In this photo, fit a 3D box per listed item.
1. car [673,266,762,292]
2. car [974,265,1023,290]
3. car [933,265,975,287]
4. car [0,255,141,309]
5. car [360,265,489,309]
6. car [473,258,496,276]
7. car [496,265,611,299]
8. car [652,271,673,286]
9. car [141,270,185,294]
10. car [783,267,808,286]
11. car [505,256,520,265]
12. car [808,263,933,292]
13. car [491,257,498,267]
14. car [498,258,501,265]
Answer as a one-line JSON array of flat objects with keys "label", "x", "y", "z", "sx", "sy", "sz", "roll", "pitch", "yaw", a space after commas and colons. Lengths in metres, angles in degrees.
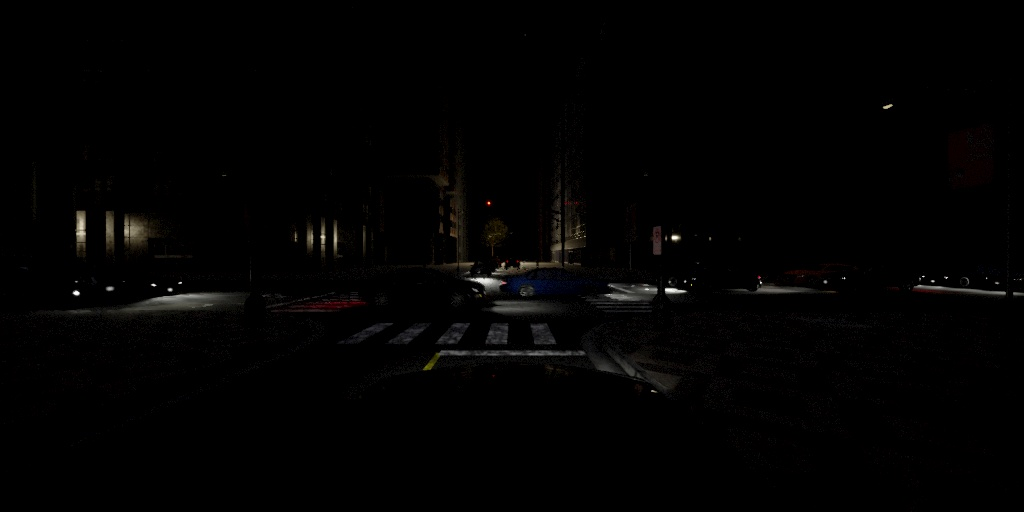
[{"label": "car", "x": 12.187, "y": 1.323, "z": 21.098, "sx": 4.181, "sy": 1.385, "sz": 1.994, "roll": 0, "pitch": 0, "yaw": 0}, {"label": "car", "x": 30.765, "y": 1.309, "z": 21.010, "sx": 4.674, "sy": 1.442, "sz": 1.812, "roll": 0, "pitch": 0, "yaw": 0}, {"label": "car", "x": 31.165, "y": 1.325, "z": 24.258, "sx": 5.357, "sy": 1.411, "sz": 2.033, "roll": 0, "pitch": 0, "yaw": 1}, {"label": "car", "x": -19.048, "y": 0.965, "z": 14.534, "sx": 5.566, "sy": 2.045, "sz": 2.150, "roll": 0, "pitch": 0, "yaw": 0}, {"label": "car", "x": -3.533, "y": 1.257, "z": 14.468, "sx": 4.892, "sy": 1.490, "sz": 1.837, "roll": -1, "pitch": 0, "yaw": 0}, {"label": "car", "x": -3.080, "y": 1.239, "z": 36.082, "sx": 2.128, "sy": 1.511, "sz": 4.902, "roll": 0, "pitch": 0, "yaw": 0}, {"label": "car", "x": 2.036, "y": 1.297, "z": 17.697, "sx": 5.357, "sy": 1.411, "sz": 2.033, "roll": 0, "pitch": 0, "yaw": 0}, {"label": "car", "x": 12.098, "y": 1.353, "z": 24.351, "sx": 4.718, "sy": 1.301, "sz": 1.895, "roll": 0, "pitch": 0, "yaw": 3}, {"label": "car", "x": -19.610, "y": 1.285, "z": 17.786, "sx": 5.357, "sy": 1.411, "sz": 2.033, "roll": 0, "pitch": 0, "yaw": 0}, {"label": "car", "x": 21.233, "y": 1.241, "z": 24.307, "sx": 5.008, "sy": 1.535, "sz": 1.882, "roll": 0, "pitch": 0, "yaw": 0}, {"label": "car", "x": 0.092, "y": 0.969, "z": 54.304, "sx": 2.150, "sy": 2.045, "sz": 5.566, "roll": 0, "pitch": 0, "yaw": 0}, {"label": "car", "x": 20.883, "y": 1.261, "z": 21.059, "sx": 4.902, "sy": 1.511, "sz": 2.128, "roll": 0, "pitch": 0, "yaw": 0}, {"label": "car", "x": -3.096, "y": 1.252, "z": 46.038, "sx": 1.837, "sy": 1.490, "sz": 4.892, "roll": 0, "pitch": 0, "yaw": 0}, {"label": "car", "x": -3.106, "y": 1.311, "z": 56.022, "sx": 1.994, "sy": 1.385, "sz": 4.181, "roll": 0, "pitch": 0, "yaw": 0}]
